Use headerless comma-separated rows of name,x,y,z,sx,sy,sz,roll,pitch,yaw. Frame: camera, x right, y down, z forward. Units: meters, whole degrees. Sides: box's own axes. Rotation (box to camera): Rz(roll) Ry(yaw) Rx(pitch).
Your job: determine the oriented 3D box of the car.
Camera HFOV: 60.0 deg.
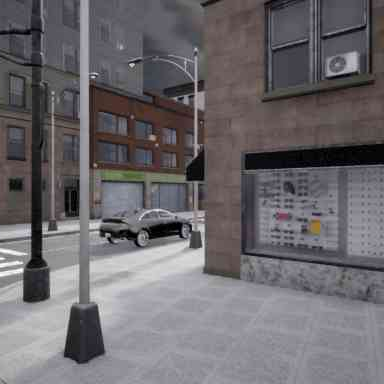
car,-1.875,1.459,14.950,2.128,1.511,4.902,0,0,35
